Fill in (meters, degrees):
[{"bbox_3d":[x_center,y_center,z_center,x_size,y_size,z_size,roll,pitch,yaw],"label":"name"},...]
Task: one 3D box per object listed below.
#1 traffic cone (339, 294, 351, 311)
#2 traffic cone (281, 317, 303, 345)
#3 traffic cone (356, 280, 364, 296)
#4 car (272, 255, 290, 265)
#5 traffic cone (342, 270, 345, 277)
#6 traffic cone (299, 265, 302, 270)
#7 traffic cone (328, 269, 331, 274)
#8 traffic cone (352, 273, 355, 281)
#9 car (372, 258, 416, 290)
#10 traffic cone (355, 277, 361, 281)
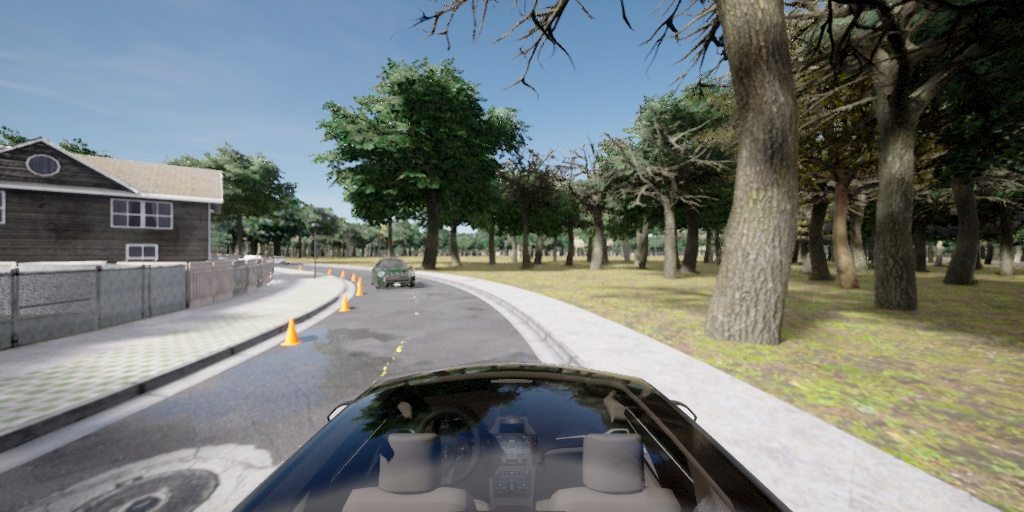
[{"bbox_3d":[-5.904,1.628,12.692,0.340,0.580,0.340,0,0,-15],"label":"traffic cone"},{"bbox_3d":[-4.925,1.665,8.029,0.340,0.580,0.340,0,0,-9],"label":"traffic cone"},{"bbox_3d":[-7.317,1.588,17.242,0.340,0.580,0.340,0,0,-20],"label":"traffic cone"},{"bbox_3d":[-33.748,0.596,51.934,1.812,1.442,4.674,0,1,-45],"label":"car"},{"bbox_3d":[-14.031,1.458,29.812,0.340,0.580,0.340,0,0,-36],"label":"traffic cone"},{"bbox_3d":[-23.928,1.336,40.549,0.340,0.580,0.340,0,0,-45],"label":"traffic cone"},{"bbox_3d":[-17.024,1.417,33.517,0.340,0.580,0.340,0,0,-42],"label":"traffic cone"},{"bbox_3d":[-11.399,1.501,25.839,0.340,0.580,0.340,0,0,-31],"label":"traffic cone"},{"bbox_3d":[-7.089,0.949,21.287,2.097,1.767,4.553,0,1,-25],"label":"car"},{"bbox_3d":[-9.154,1.544,21.636,0.340,0.580,0.340,0,0,-25],"label":"traffic cone"}]
